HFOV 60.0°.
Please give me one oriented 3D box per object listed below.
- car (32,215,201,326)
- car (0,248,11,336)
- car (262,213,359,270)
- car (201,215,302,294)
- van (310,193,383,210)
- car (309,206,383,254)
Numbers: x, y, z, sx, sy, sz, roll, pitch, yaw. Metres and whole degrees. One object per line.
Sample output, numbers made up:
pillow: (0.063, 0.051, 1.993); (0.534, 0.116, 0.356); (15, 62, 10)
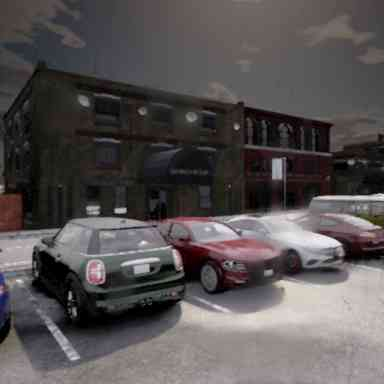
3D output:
car: (-2.096, 1.344, 7.453); (2.185, 1.767, 4.553); (0, 0, -36)
car: (-4.412, 1.522, 5.836); (2.002, 1.452, 4.674); (0, 0, -36)
car: (2.485, 1.485, 10.763); (2.002, 1.452, 4.674); (0, 0, -36)
car: (0.183, 1.457, 9.124); (2.097, 1.535, 5.008); (0, 0, -36)
van: (7.266, 1.161, 14.028); (1.878, 1.987, 4.442); (-1, 1, -36)
car: (4.796, 1.468, 12.405); (2.002, 1.452, 4.674); (0, 0, -36)
